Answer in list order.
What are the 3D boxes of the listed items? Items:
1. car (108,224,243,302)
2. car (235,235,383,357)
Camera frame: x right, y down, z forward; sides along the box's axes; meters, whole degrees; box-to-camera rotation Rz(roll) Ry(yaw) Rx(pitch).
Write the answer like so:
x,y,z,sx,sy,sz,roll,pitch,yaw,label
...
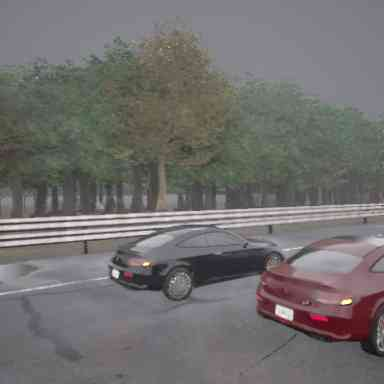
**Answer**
x,y,z,sx,sy,sz,roll,pitch,yaw,label
0.285,1.525,8.251,4.674,1.442,1.812,0,0,-35,car
3.168,1.525,6.007,4.674,1.442,1.812,0,0,-35,car
